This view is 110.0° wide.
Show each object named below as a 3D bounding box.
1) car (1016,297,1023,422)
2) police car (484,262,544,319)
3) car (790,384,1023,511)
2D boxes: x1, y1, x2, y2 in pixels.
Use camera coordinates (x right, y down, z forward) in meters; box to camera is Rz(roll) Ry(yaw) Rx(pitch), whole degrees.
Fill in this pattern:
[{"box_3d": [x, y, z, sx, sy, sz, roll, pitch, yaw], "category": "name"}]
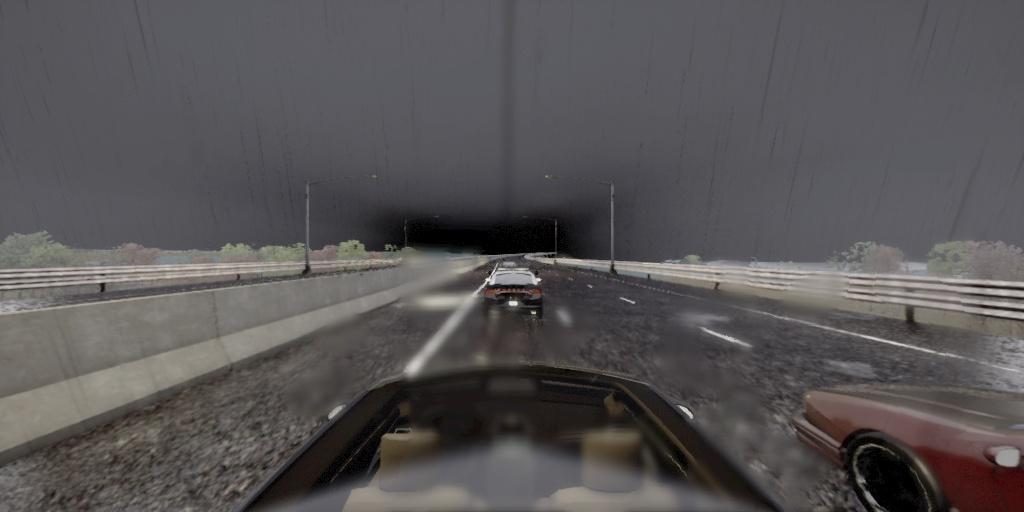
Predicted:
[{"box_3d": [7.092, 1.253, 1.946, 1.837, 1.490, 4.892, 0, 0, 0], "category": "car"}, {"box_3d": [0.050, 1.173, 13.014, 1.930, 1.638, 5.238, 0, 0, 0], "category": "police car"}, {"box_3d": [3.597, 1.296, 0.930, 2.033, 1.411, 5.357, 0, 0, 0], "category": "car"}]
